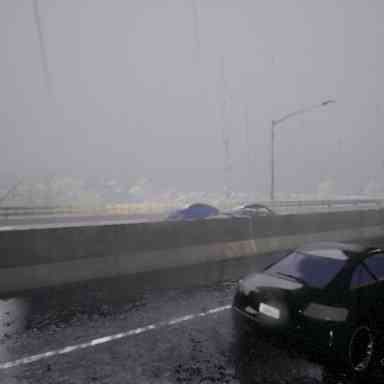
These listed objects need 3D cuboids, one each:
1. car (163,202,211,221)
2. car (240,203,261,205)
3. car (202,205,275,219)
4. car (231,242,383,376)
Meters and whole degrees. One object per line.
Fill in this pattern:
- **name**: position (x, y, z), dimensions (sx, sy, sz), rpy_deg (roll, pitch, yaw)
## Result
- **car**: position (0.010, 1.538, 25.404), dimensions (4.674, 1.442, 1.812), rpy_deg (0, 0, -35)
- **car**: position (4.006, 1.544, 23.927), dimensions (4.674, 1.442, 1.812), rpy_deg (0, 0, -35)
- **car**: position (3.185, 1.613, 19.072), dimensions (4.718, 1.301, 1.895), rpy_deg (0, 0, -35)
- **car**: position (2.677, 1.567, 5.629), dimensions (4.181, 1.385, 1.994), rpy_deg (0, 0, -35)
